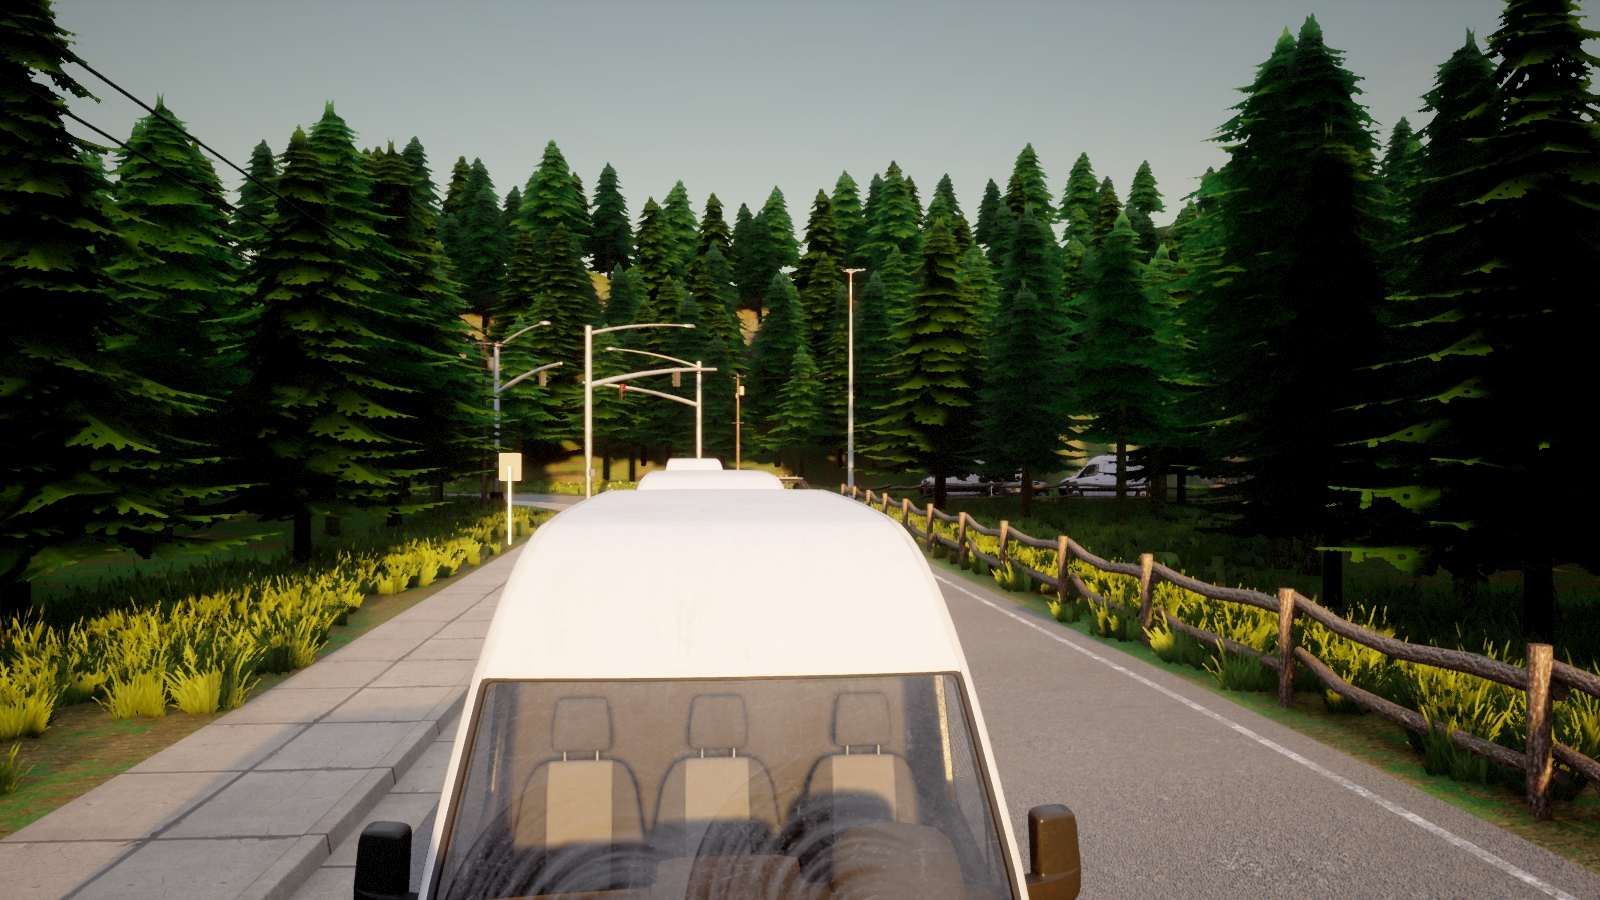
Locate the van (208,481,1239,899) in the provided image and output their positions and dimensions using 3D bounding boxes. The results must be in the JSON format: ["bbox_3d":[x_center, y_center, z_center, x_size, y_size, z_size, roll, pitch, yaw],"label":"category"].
[{"bbox_3d":[-0.348,1.499,5.156,1.988,2.561,5.915,0,0,-5],"label":"van"}]
